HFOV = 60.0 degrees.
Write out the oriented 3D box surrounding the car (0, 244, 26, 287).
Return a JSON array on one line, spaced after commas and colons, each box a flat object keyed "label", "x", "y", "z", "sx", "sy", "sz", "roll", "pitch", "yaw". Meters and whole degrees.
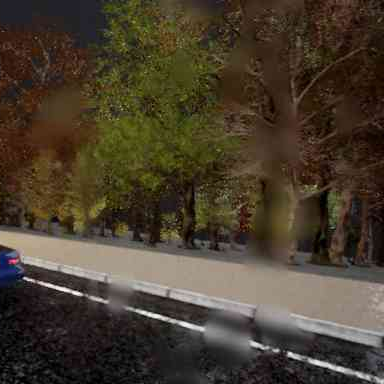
[{"label": "car", "x": -6.195, "y": 1.558, "z": 8.123, "sx": 5.357, "sy": 1.411, "sz": 2.033, "roll": 0, "pitch": 0, "yaw": 36}]
